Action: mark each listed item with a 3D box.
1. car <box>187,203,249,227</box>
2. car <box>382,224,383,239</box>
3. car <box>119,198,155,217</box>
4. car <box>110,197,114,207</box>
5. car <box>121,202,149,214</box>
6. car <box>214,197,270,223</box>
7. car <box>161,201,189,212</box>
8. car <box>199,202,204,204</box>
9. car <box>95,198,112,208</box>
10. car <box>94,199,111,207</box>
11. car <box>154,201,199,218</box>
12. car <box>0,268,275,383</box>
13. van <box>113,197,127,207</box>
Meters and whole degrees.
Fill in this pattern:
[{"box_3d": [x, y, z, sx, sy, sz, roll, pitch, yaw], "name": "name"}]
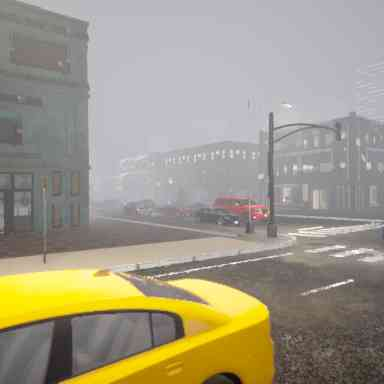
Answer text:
[{"box_3d": [1.878, 1.814, 25.404, 1.947, 1.339, 4.313, -1, 0, -35], "name": "car"}, {"box_3d": [10.638, 1.474, 15.247, 5.008, 1.535, 1.882, 0, 0, -35], "name": "car"}, {"box_3d": [-6.060, 1.845, 36.788, 1.967, 1.590, 4.097, -1, 0, -35], "name": "car"}, {"box_3d": [-15.254, 1.938, 64.207, 2.192, 1.841, 5.009, -1, 0, -35], "name": "car"}, {"box_3d": [-7.432, 2.011, 43.235, 1.994, 1.385, 4.181, -1, 0, -35], "name": "car"}, {"box_3d": [3.933, 1.445, 27.199, 2.150, 2.045, 5.566, -1, 0, -35], "name": "car"}, {"box_3d": [-2.429, 1.965, 46.155, 1.802, 1.307, 4.206, -2, 0, -35], "name": "car"}, {"box_3d": [0.775, 1.903, 41.643, 1.802, 1.307, 4.206, -2, 0, -35], "name": "car"}, {"box_3d": [-17.429, 2.251, 62.820, 1.895, 1.301, 4.718, -1, 0, -35], "name": "car"}, {"box_3d": [-18.453, 2.226, 68.720, 1.887, 1.381, 4.507, -1, 0, -35], "name": "car"}, {"box_3d": [-1.718, 1.936, 35.168, 1.895, 1.301, 4.718, -1, 0, -35], "name": "car"}, {"box_3d": [-1.510, 1.477, 2.608, 5.008, 1.535, 1.882, 0, 0, -35], "name": "car"}, {"box_3d": [-12.049, 1.905, 59.694, 1.690, 1.788, 3.998, -1, 0, -35], "name": "van"}]
